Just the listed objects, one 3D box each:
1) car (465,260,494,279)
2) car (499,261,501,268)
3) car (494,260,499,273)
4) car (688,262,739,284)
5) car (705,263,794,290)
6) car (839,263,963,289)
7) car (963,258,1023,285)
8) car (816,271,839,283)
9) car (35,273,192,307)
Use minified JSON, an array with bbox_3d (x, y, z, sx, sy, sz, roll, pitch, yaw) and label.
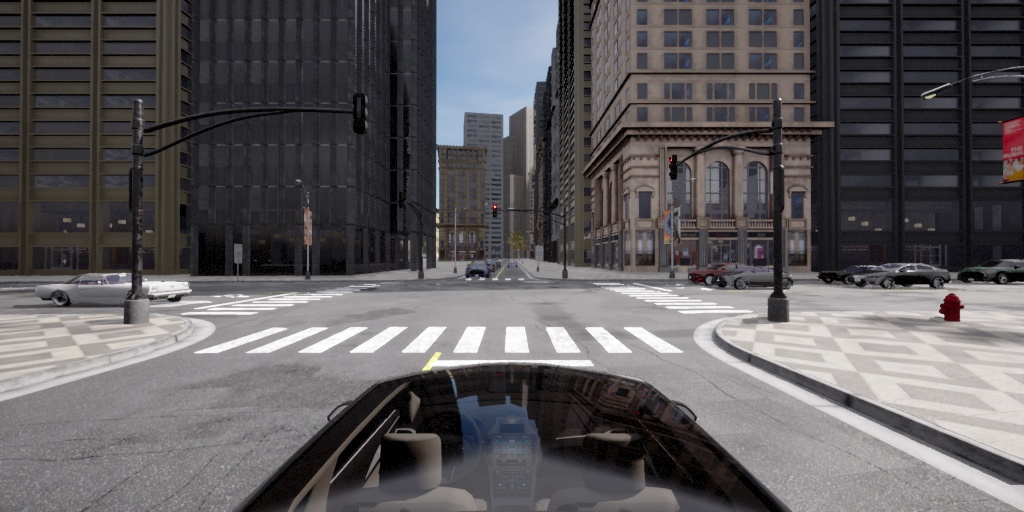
[{"bbox_3d":[-3.064,1.136,33.312,2.097,1.767,4.553,0,0,0],"label":"car"},{"bbox_3d":[-3.084,1.399,55.376,1.994,1.385,4.181,0,0,0],"label":"car"},{"bbox_3d":[-3.078,1.373,44.558,1.994,1.385,4.181,0,0,0],"label":"car"},{"bbox_3d":[14.892,1.215,24.952,5.008,1.535,1.882,0,0,0],"label":"car"},{"bbox_3d":[14.467,1.279,21.696,4.181,1.385,1.994,0,0,0],"label":"car"},{"bbox_3d":[23.379,1.184,21.710,4.902,1.511,2.128,0,0,0],"label":"car"},{"bbox_3d":[34.204,1.043,24.966,4.553,1.767,2.097,0,0,0],"label":"car"},{"bbox_3d":[24.237,1.315,24.965,4.718,1.301,1.895,0,0,0],"label":"car"},{"bbox_3d":[-16.383,1.366,14.952,4.718,1.301,1.895,0,0,0],"label":"car"}]
